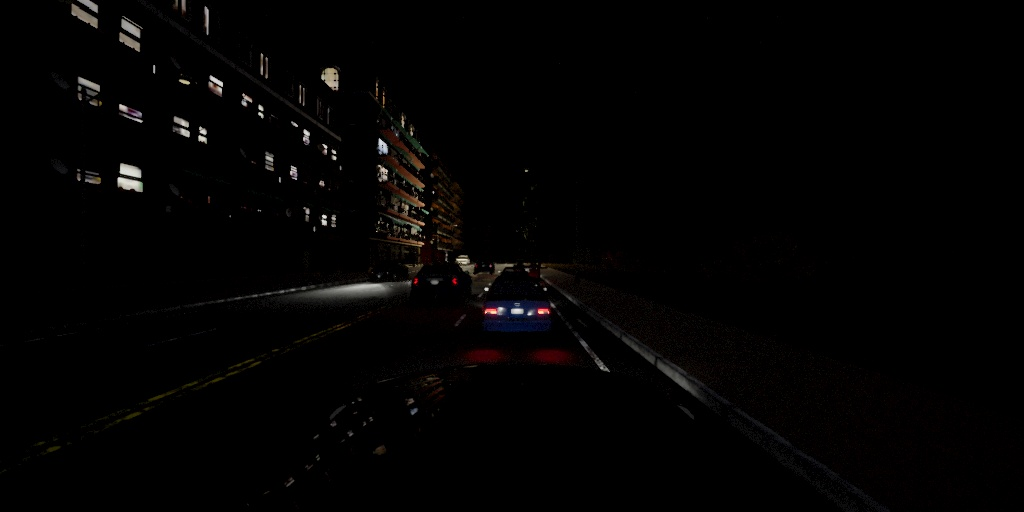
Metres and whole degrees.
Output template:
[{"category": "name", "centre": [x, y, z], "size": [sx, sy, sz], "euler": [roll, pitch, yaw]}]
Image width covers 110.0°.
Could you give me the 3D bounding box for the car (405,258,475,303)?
[{"category": "car", "centre": [-3.125, 1.103, 16.659], "size": [2.097, 1.767, 4.553], "euler": [0, 0, 0]}]

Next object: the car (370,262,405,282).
[{"category": "car", "centre": [-9.802, 1.242, 28.889], "size": [2.128, 1.511, 4.902], "euler": [0, 0, 0]}]

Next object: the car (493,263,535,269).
[{"category": "car", "centre": [0.128, 1.315, 20.946], "size": [1.994, 1.385, 4.181], "euler": [0, 0, 1]}]

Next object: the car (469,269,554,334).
[{"category": "car", "centre": [0.117, 1.298, 10.613], "size": [2.033, 1.411, 5.357], "euler": [0, 0, 0]}]

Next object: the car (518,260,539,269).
[{"category": "car", "centre": [1.188, 1.102, 29.880], "size": [2.097, 1.767, 4.553], "euler": [0, 0, 0]}]

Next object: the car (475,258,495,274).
[{"category": "car", "centre": [-3.079, 1.102, 40.869], "size": [2.097, 1.767, 4.553], "euler": [0, 0, 0]}]
